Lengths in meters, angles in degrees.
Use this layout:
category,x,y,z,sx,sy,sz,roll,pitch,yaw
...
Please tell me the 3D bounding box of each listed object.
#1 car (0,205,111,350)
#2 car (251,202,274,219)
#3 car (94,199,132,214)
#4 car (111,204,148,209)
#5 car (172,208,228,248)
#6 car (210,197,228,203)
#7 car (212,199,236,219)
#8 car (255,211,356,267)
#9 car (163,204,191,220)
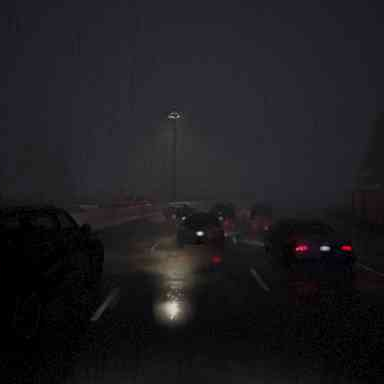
category,x,y,z,sx,sy,sz,roll,pitch,yaw
car,-3.402,1.252,6.428,2.150,2.045,5.566,0,0,0
car,6.572,1.627,30.910,2.128,1.511,4.902,0,0,14
car,-9.303,1.665,39.611,2.128,1.511,4.902,0,0,17
car,-6.661,1.382,36.393,2.150,2.045,5.566,0,0,16
car,0.466,1.631,15.206,1.994,1.385,4.181,0,0,4
car,6.188,1.921,76.800,1.895,1.301,4.718,0,0,36
car,2.981,1.627,31.002,2.128,1.511,4.902,0,0,13
car,3.710,1.598,11.543,2.033,1.411,5.357,0,0,2
car,-0.978,1.730,29.563,1.895,1.301,4.718,0,0,13
